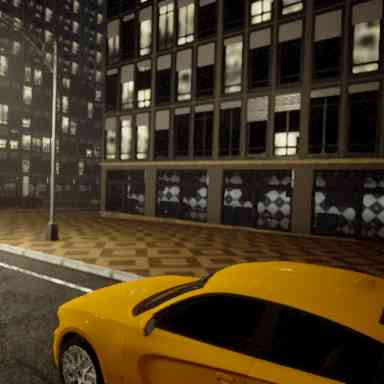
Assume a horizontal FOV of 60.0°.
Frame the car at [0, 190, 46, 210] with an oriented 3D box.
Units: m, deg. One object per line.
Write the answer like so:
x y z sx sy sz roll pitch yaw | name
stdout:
-16.712 0.723 31.076 2.192 1.841 5.009 2 1 36 | car

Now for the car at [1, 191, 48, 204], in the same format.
-20.278 0.635 40.426 1.752 1.417 4.829 2 1 36 | car

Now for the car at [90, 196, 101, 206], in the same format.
-9.988 1.028 40.341 1.752 1.417 4.829 2 1 36 | car

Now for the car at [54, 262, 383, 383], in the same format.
0.716 1.446 3.159 5.008 1.535 1.882 1 1 35 | car
